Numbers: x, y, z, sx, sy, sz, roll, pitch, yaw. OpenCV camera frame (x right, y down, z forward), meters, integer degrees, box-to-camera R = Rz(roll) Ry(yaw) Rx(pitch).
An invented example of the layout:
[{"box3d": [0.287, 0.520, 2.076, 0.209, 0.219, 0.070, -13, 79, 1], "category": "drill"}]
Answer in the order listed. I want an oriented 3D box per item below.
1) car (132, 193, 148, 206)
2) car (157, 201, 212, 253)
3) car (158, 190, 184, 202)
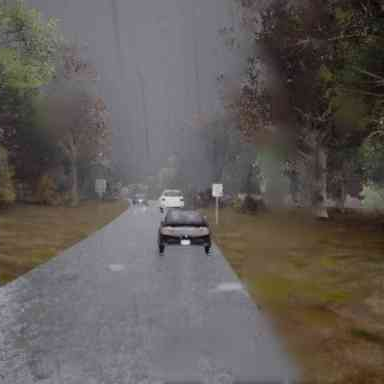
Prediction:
[{"box3d": [-6.507, 0.905, 41.876, 2.128, 1.511, 4.902, 2, 0, -10], "category": "car"}, {"box3d": [-0.338, 1.373, 13.167, 2.128, 1.511, 4.902, 1, 1, -3], "category": "car"}, {"box3d": [-2.045, 0.820, 32.052, 2.150, 2.045, 5.566, 1, 1, -7], "category": "car"}]
